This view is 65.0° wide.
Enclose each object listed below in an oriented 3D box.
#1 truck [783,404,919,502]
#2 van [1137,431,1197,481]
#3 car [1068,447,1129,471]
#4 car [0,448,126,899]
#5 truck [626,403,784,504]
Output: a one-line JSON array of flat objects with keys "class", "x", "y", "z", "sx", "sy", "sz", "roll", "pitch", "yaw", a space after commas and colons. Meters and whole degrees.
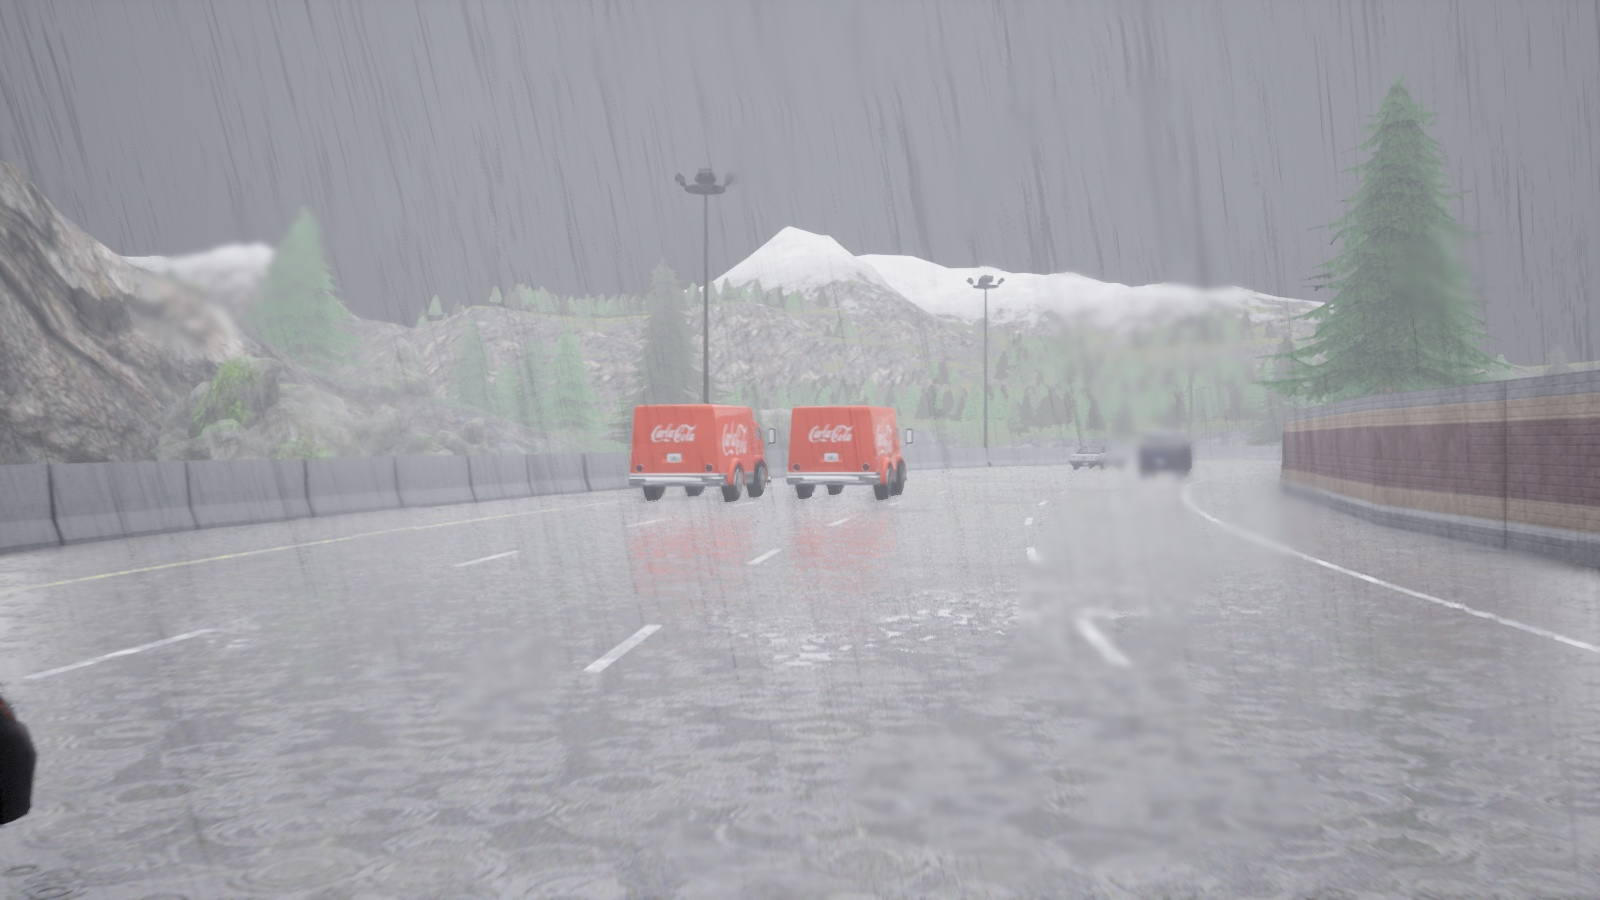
[{"class": "truck", "x": 1.525, "y": 0.066, "z": 34.630, "sx": 2.627, "sy": 2.467, "sz": 5.204, "roll": 0, "pitch": 0, "yaw": 16}, {"class": "van", "x": 15.136, "y": 0.226, "z": 51.645, "sx": 1.775, "sy": 1.987, "sz": 4.442, "roll": 0, "pitch": 0, "yaw": 24}, {"class": "car", "x": 16.539, "y": 0.476, "z": 69.379, "sx": 1.895, "sy": 1.301, "sz": 4.718, "roll": 0, "pitch": 0, "yaw": 31}, {"class": "car", "x": -3.437, "y": 0.742, "z": 2.507, "sx": 1.816, "sy": 1.474, "sz": 4.193, "roll": 0, "pitch": 0, "yaw": 2}, {"class": "truck", "x": -2.405, "y": 0.068, "z": 33.497, "sx": 2.627, "sy": 2.467, "sz": 5.204, "roll": 0, "pitch": 0, "yaw": 15}]
